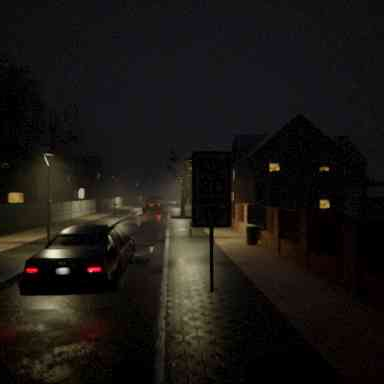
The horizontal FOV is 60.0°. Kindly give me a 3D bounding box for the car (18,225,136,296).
[{"bbox_3d":[-2.658,1.587,8.910,2.033,1.411,5.357,0,0,-4],"label":"car"}]

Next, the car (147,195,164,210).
[{"bbox_3d":[-5.327,1.500,49.066,2.150,2.045,5.566,0,0,-4],"label":"car"}]

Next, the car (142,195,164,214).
[{"bbox_3d":[-4.605,1.569,38.943,2.097,1.767,4.553,0,0,-3],"label":"car"}]
